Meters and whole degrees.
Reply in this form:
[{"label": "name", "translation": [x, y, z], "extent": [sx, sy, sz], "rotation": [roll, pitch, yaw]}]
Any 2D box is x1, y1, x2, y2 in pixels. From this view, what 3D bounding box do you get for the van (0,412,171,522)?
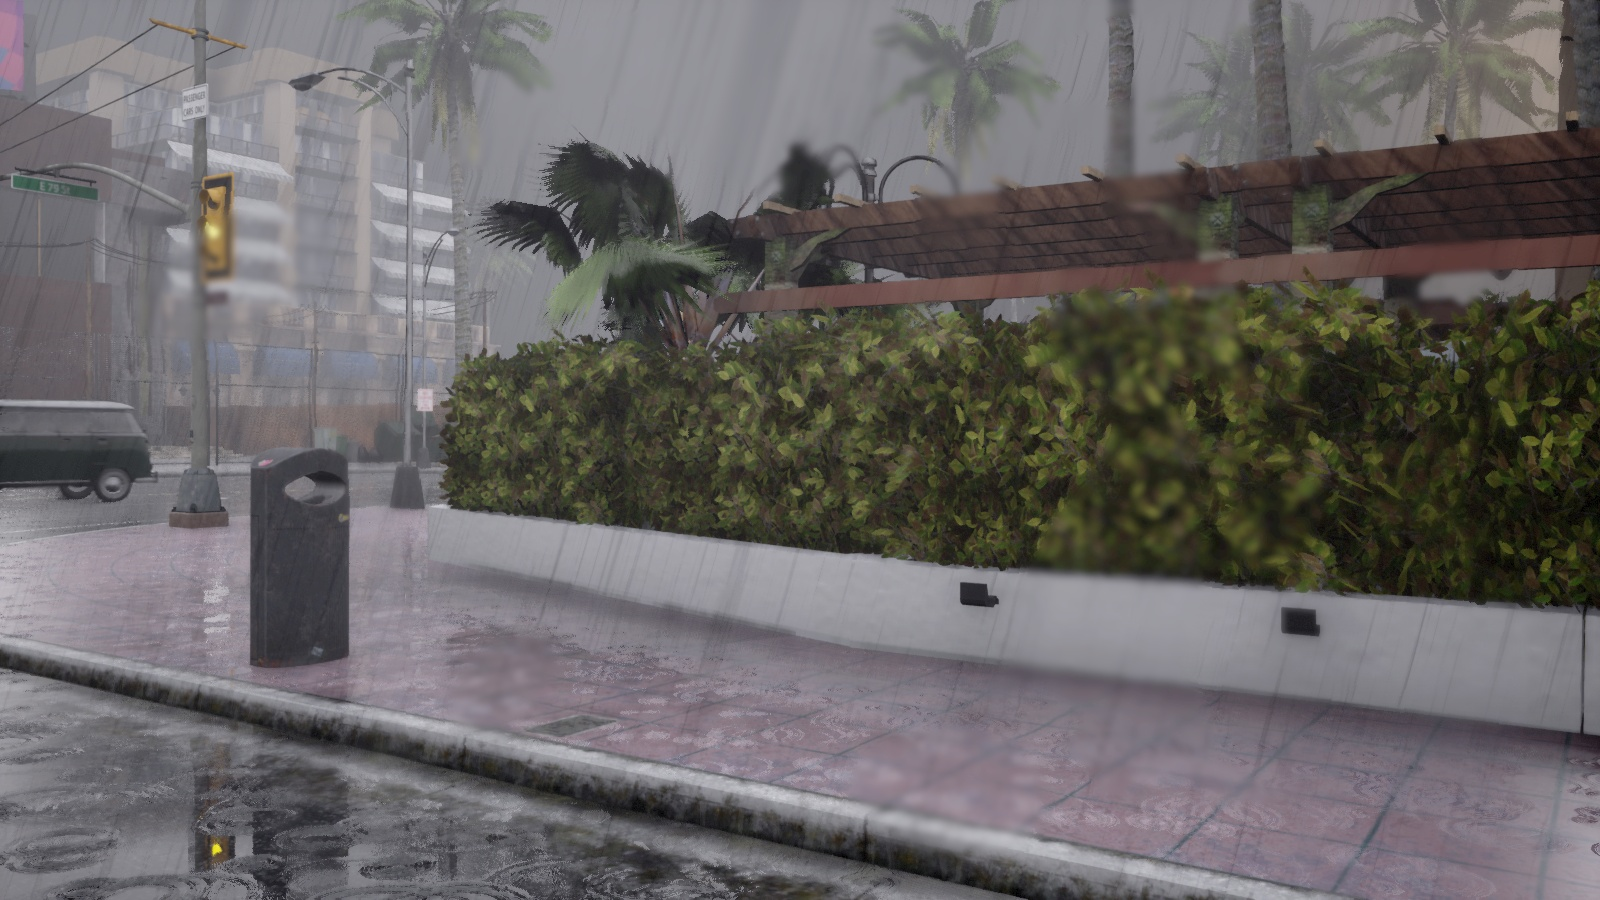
[{"label": "van", "translation": [-14.661, 0.290, 23.932], "extent": [1.775, 1.987, 4.442], "rotation": [0, 1, 36]}]
